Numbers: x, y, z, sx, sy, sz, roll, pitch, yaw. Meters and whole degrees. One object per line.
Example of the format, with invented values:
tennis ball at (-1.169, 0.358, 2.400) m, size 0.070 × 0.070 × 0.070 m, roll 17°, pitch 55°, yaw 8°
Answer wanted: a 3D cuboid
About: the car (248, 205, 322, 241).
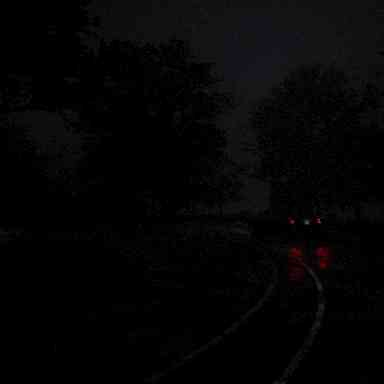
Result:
car at (4.914, 1.552, 18.237) m, size 2.097 × 1.767 × 4.553 m, roll -1°, pitch -1°, yaw -19°
